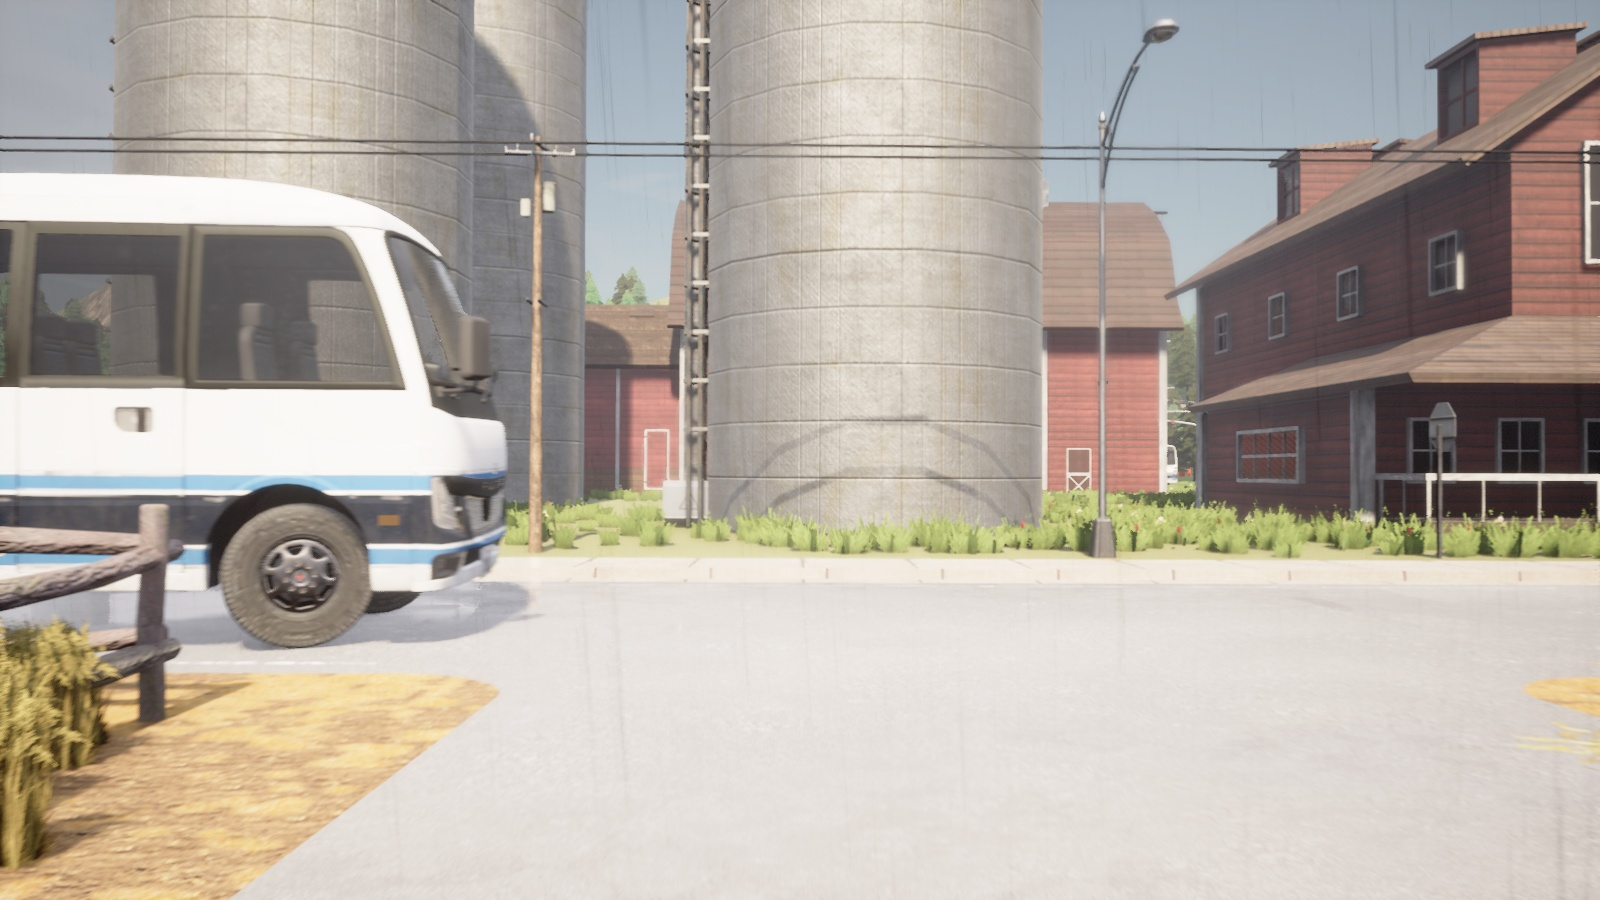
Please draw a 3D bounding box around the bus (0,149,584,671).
[{"bbox_3d":[-7.464,-0.329,12.141,10.273,4.253,3.944,0,0,-5],"label":"bus"}]
